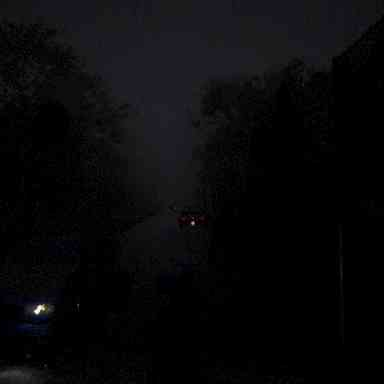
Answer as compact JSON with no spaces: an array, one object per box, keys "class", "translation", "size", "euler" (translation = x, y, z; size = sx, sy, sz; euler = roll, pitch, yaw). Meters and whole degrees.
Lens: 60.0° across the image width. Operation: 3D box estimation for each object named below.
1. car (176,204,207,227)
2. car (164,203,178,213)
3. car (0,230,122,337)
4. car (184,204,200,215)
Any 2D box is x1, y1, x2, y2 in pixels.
[{"class":"car","translation":[0.053,1.802,24.222],"size":[1.895,1.301,4.718],"euler":[0,-1,0]},{"class":"car","translation":[-3.014,2.253,48.769],"size":[2.033,1.411,5.357],"euler":[0,-2,0]},{"class":"car","translation":[-2.855,1.577,7.232],"size":[2.033,1.411,5.357],"euler":[0,0,0]},{"class":"car","translation":[-0.030,2.122,41.348],"size":[1.895,1.301,4.718],"euler":[0,-1,0]}]
